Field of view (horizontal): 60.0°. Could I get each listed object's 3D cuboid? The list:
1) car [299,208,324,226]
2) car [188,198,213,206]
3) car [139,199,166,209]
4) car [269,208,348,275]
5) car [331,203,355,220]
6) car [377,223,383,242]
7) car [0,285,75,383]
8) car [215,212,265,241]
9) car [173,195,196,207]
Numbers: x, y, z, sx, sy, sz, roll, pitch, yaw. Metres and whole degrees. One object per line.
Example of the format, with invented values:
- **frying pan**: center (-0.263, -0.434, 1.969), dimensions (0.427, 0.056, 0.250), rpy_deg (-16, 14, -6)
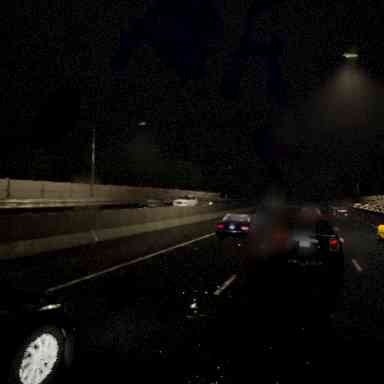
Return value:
- **car**: center (10.696, 2.166, 29.750), dimensions (1.895, 1.301, 4.718), rpy_deg (2, 0, 20)
- **car**: center (1.715, 1.916, 46.407), dimensions (2.033, 1.411, 5.357), rpy_deg (2, 0, 20)
- **car**: center (-5.455, 1.713, 47.189), dimensions (2.033, 1.411, 5.357), rpy_deg (2, 0, 20)
- **car**: center (4.051, 1.594, 11.735), dimensions (2.097, 1.767, 4.553), rpy_deg (2, -1, 20)
- **car**: center (17.363, 2.282, 37.908), dimensions (2.128, 1.511, 4.902), rpy_deg (2, 0, 21)
- **car**: center (10.589, 1.936, 16.603), dimensions (1.801, 1.575, 5.366), rpy_deg (2, 0, 20)
- **car**: center (-3.034, 1.436, 2.645), dimensions (1.837, 1.490, 4.892), rpy_deg (2, -1, 20)
- **car**: center (2.799, 1.806, 18.454), dimensions (2.033, 1.411, 5.357), rpy_deg (2, 0, 20)
- **car**: center (-0.900, 1.524, 49.390), dimensions (2.150, 2.045, 5.566), rpy_deg (2, 0, 20)
